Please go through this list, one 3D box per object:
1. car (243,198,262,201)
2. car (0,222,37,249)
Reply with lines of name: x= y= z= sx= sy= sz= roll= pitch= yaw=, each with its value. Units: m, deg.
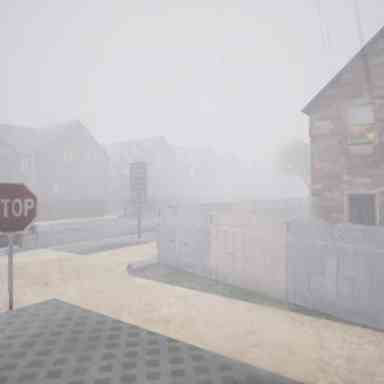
car: x=5.163 y=1.209 z=27.726 sx=1.994 sy=1.385 sz=4.181 roll=-1 pitch=0 yaw=36
car: x=-7.094 y=1.292 z=10.613 sx=1.882 sy=1.535 sz=5.008 roll=-3 pitch=0 yaw=9
